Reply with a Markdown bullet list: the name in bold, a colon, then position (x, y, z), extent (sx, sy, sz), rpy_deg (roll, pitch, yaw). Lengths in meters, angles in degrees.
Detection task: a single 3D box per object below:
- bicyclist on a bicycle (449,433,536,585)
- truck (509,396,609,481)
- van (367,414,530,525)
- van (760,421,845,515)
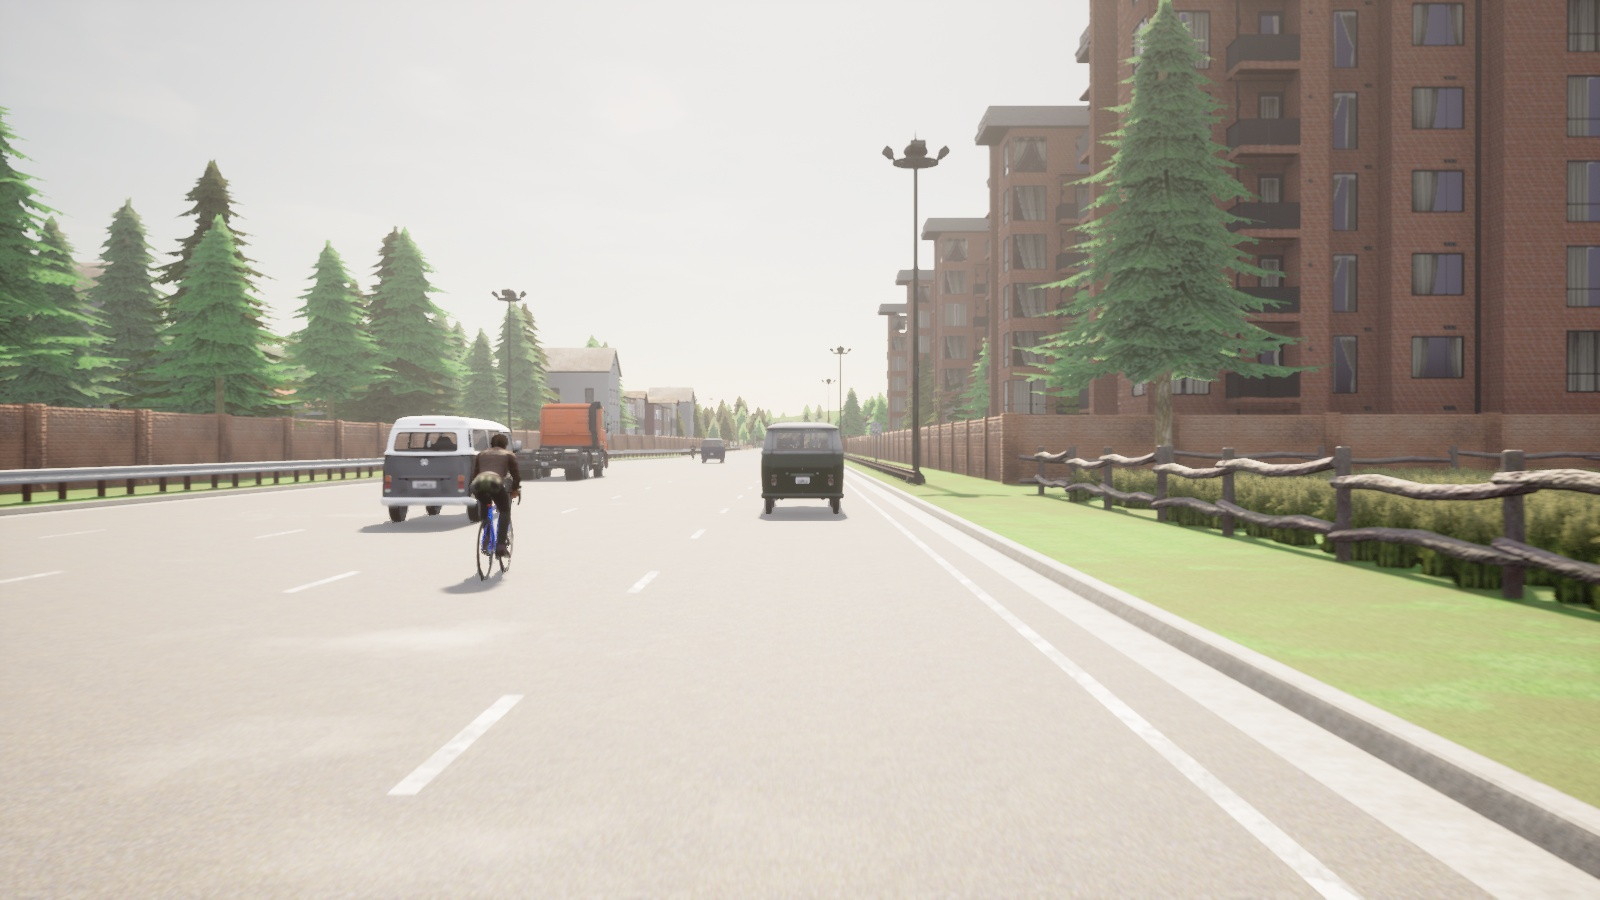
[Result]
- **bicyclist on a bicycle**: position (-3.449, 0.633, 14.208), extent (0.582, 1.620, 1.656), rpy_deg (0, 0, 0)
- **truck**: position (-10.452, -0.492, 55.320), extent (2.891, 3.462, 7.936), rpy_deg (0, 0, 0)
- **van**: position (-6.945, 0.351, 25.335), extent (2.069, 2.038, 4.480), rpy_deg (0, 0, -1)
- **van**: position (0.050, 0.370, 28.619), extent (1.775, 1.987, 4.442), rpy_deg (0, 0, 0)
